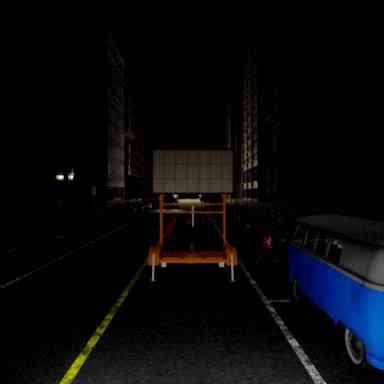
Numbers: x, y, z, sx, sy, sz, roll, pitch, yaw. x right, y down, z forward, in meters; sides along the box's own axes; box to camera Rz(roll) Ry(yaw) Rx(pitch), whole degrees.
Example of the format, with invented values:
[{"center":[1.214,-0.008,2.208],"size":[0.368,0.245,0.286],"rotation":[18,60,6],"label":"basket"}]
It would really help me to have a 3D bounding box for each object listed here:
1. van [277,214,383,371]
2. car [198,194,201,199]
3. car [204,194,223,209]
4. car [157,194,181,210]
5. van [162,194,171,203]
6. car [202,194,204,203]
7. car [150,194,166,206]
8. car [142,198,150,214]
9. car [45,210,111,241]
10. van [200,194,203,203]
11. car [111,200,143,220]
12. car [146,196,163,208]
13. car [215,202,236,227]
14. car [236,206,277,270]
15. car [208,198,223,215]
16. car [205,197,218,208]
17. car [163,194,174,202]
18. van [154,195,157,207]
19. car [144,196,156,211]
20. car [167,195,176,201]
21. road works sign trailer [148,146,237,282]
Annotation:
[{"center":[2.778,1.341,5.398],"size":[1.690,1.788,3.998],"rotation":[0,0,0],"label":"van"},{"center":[2.962,1.355,72.707],"size":[2.192,1.841,5.009],"rotation":[0,0,0],"label":"car"},{"center":[2.870,1.328,39.053],"size":[2.192,1.841,5.009],"rotation":[0,0,0],"label":"car"},{"center":[-2.979,1.368,43.535],"size":[2.097,1.767,4.553],"rotation":[0,0,0],"label":"car"},{"center":[-5.563,1.380,72.720],"size":[1.690,1.788,3.998],"rotation":[0,0,0],"label":"van"},{"center":[2.885,1.332,44.662],"size":[2.192,1.841,5.009],"rotation":[0,0,0],"label":"car"},{"center":[-5.609,1.340,55.892],"size":[2.192,1.841,5.009],"rotation":[0,0,0],"label":"car"},{"center":[-5.671,1.591,33.454],"size":[1.802,1.307,4.206],"rotation":[0,0,0],"label":"car"},{"center":[-5.717,1.568,16.626],"size":[1.947,1.339,4.313],"rotation":[0,0,0],"label":"car"},{"center":[2.931,1.371,61.489],"size":[1.690,1.788,3.998],"rotation":[0,0,0],"label":"van"},{"center":[-5.686,1.557,27.845],"size":[2.008,1.369,4.403],"rotation":[0,0,0],"label":"car"},{"center":[-5.625,1.461,50.282],"size":[1.967,1.590,4.097],"rotation":[0,0,0],"label":"car"},{"center":[2.823,1.570,22.225],"size":[1.947,1.339,4.313],"rotation":[0,0,0],"label":"car"},{"center":[2.793,1.441,11.007],"size":[1.967,1.590,4.097],"rotation":[0,0,0],"label":"car"},{"center":[2.854,1.592,33.444],"size":[1.802,1.307,4.206],"rotation":[0,0,0],"label":"car"},{"center":[2.901,1.547,50.441],"size":[1.752,1.417,4.829],"rotation":[0,0,0],"label":"car"},{"center":[-5.548,1.359,78.330],"size":[2.192,1.841,5.009],"rotation":[0,0,0],"label":"car"},{"center":[-5.640,1.358,44.673],"size":[1.690,1.788,3.998],"rotation":[0,0,0],"label":"van"},{"center":[-5.656,1.538,38.894],"size":[1.752,1.417,4.829],"rotation":[0,0,0],"label":"car"},{"center":[-5.517,1.606,89.548],"size":[2.008,1.369,4.403],"rotation":[0,0,0],"label":"car"},{"center":[0.026,0.465,9.739],"size":[2.380,3.560,2.880],"rotation":[0,0,0],"label":"road works sign trailer"}]
